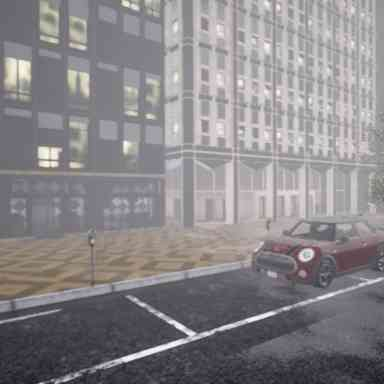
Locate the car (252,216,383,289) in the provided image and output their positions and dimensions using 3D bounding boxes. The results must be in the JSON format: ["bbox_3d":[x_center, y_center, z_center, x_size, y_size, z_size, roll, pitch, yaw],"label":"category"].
[{"bbox_3d":[3.534,1.437,9.089,4.097,1.590,1.967,0,0,-36],"label":"car"}]
